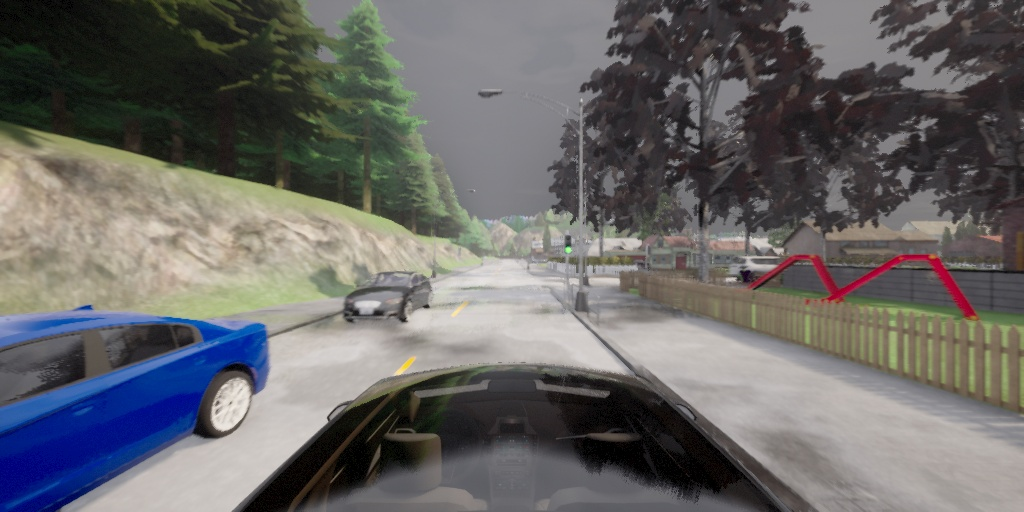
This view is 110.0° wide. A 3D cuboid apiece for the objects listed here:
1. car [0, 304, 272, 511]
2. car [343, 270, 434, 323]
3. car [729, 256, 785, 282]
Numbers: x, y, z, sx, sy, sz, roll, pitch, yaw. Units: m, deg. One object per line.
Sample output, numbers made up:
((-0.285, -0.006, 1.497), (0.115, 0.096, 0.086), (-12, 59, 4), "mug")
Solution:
((-4.090, 1.229, 2.609), (1.882, 1.535, 5.008), (0, 0, 0), "car")
((-4.000, 1.266, 12.325), (2.128, 1.511, 4.902), (0, 0, 0), "car")
((20.049, 1.033, 27.983), (5.566, 2.045, 2.150), (0, 0, 1), "car")
